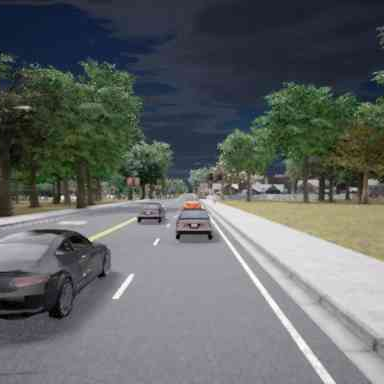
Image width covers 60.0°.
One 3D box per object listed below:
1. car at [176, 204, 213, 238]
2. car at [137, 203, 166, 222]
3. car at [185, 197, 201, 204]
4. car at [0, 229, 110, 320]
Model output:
[{"bbox_3d":[0.105,1.577,17.705,2.033,1.411,5.357,0,0,0],"label":"car"},{"bbox_3d":[-3.148,1.599,26.452,2.033,1.411,5.357,0,0,0],"label":"car"},{"bbox_3d":[0.108,1.454,42.586,2.097,1.767,4.553,0,0,0],"label":"car"},{"bbox_3d":[-3.148,1.534,7.260,1.812,1.442,4.674,0,0,0],"label":"car"}]
